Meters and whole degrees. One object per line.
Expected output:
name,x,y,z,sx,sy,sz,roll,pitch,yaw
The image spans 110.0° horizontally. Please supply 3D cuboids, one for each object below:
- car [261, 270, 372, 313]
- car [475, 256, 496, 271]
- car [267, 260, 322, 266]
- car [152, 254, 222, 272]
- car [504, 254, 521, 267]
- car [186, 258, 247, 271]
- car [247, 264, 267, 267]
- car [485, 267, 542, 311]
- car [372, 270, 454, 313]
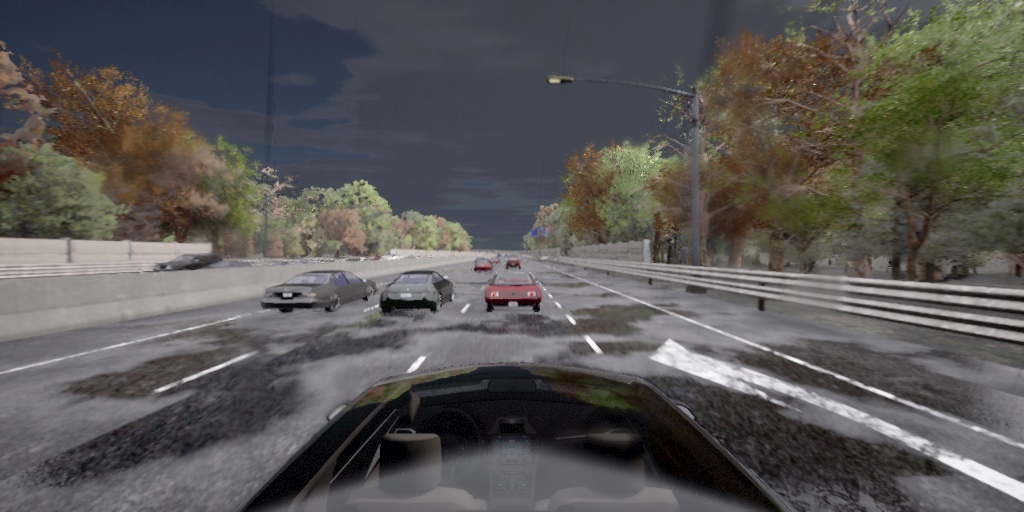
car,-6.950,1.237,13.628,2.033,1.411,5.357,0,0,0
car,-3.345,1.024,42.947,1.994,1.385,4.181,0,0,0
car,-17.474,1.103,29.934,2.128,1.511,4.902,0,0,0
car,-27.955,0.865,31.402,2.150,2.045,5.566,0,0,1
car,0.179,0.878,49.324,1.882,1.535,5.008,0,0,0
car,-24.460,1.177,30.975,2.033,1.411,5.357,0,0,1
car,-20.951,1.173,32.102,1.994,1.385,4.181,0,0,1
car,0.050,1.261,13.883,1.895,1.301,4.718,0,0,0
car,-3.453,1.239,13.722,1.994,1.385,4.181,0,0,0
